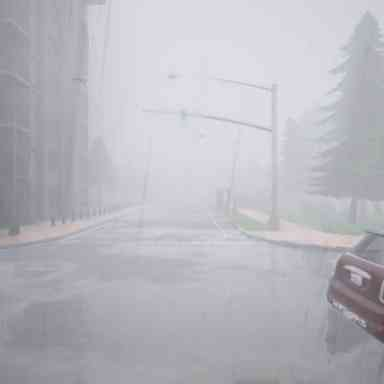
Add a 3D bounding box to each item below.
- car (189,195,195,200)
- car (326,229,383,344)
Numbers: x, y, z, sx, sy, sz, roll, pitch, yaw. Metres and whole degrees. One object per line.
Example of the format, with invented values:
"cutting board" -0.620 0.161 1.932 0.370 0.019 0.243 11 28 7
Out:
"car" 0.028 1.524 95.028 1.895 1.301 4.718 0 0 0
"car" 4.629 1.351 5.155 4.553 1.767 2.097 0 0 -2
